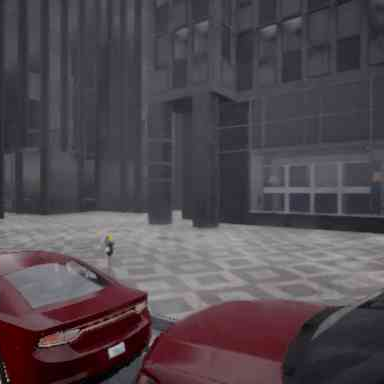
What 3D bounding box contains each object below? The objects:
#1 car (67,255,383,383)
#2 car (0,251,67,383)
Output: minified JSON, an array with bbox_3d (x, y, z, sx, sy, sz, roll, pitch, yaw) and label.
[{"bbox_3d":[1.870,1.315,1.628,5.009,1.841,2.192,0,0,36],"label":"car"},{"bbox_3d":[-2.616,1.544,4.832,4.507,1.381,1.887,0,0,36],"label":"car"}]
